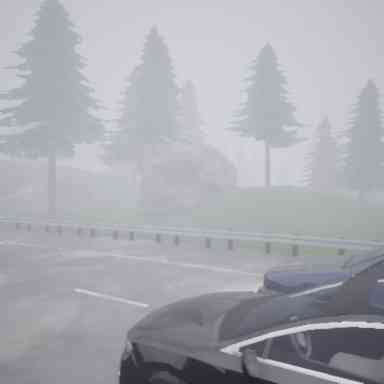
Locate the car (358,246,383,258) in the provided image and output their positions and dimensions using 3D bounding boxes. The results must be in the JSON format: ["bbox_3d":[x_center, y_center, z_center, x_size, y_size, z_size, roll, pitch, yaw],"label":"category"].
[{"bbox_3d":[3.868,1.539,5.345,5.357,1.411,2.033,0,0,35],"label":"car"}]

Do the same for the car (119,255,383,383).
[{"bbox_3d":[1.522,1.487,2.602,4.902,1.511,2.128,0,0,35],"label":"car"}]
